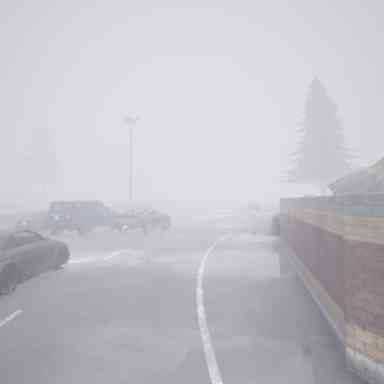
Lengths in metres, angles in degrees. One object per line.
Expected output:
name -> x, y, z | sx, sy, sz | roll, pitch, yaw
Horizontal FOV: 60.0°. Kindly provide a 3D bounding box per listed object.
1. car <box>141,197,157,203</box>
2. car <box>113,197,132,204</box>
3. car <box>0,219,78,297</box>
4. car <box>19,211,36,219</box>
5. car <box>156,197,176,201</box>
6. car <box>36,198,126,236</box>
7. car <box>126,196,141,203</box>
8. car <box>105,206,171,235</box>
car -> -8.324, 1.764, 70.045 | 1.895, 1.301, 4.718 | -1, 1, 19
car -> -14.955, 1.886, 72.283 | 1.895, 1.301, 4.718 | -1, 1, 19
car -> -4.960, 1.665, 8.911 | 1.994, 1.385, 4.181 | -1, -1, 3
car -> -9.640, 1.889, 22.211 | 1.994, 1.385, 4.181 | -1, 0, 18
car -> -5.009, 1.704, 68.925 | 1.895, 1.301, 4.718 | -1, 1, 19
car -> -6.537, 1.485, 20.512 | 2.150, 2.045, 5.566 | -1, 0, 17
car -> -11.633, 1.707, 71.191 | 1.882, 1.535, 5.008 | -1, 1, 19
car -> -2.872, 1.698, 20.415 | 2.128, 1.511, 4.902 | -1, 0, 18
